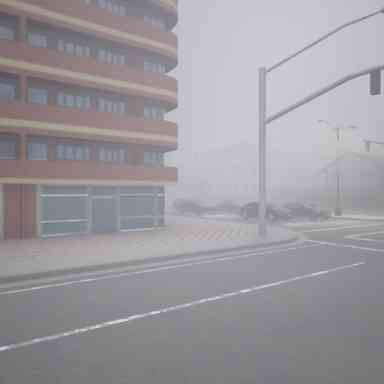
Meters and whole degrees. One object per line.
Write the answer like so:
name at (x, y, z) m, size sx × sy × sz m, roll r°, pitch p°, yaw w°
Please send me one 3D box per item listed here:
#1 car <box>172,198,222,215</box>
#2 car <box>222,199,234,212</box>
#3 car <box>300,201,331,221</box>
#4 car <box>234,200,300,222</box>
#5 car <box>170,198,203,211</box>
car at (0.351, 1.545, 34.762) m, size 2.033 × 1.411 × 5.357 m, roll 0°, pitch 0°, yaw -34°
car at (4.375, 1.526, 35.109) m, size 1.812 × 1.442 × 4.674 m, roll 0°, pitch 0°, yaw -34°
car at (9.310, 1.526, 27.939) m, size 1.812 × 1.442 × 4.674 m, roll 0°, pitch 0°, yaw -34°
car at (5.875, 1.505, 26.734) m, size 1.837 × 1.490 × 4.892 m, roll 0°, pitch 0°, yaw -34°
car at (-0.809, 1.505, 42.618) m, size 1.837 × 1.490 × 4.892 m, roll 0°, pitch 0°, yaw -35°
